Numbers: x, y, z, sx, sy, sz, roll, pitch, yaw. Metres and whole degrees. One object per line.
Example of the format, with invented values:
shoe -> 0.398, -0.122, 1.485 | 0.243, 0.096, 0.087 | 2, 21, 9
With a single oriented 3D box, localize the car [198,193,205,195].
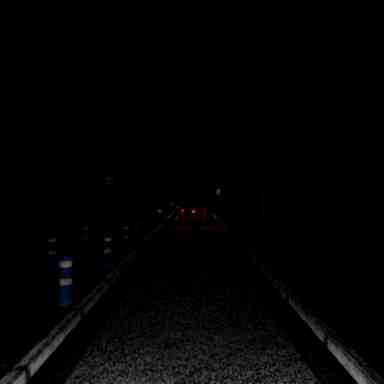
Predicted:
car -> 3.013, 1.640, 76.780 | 2.231, 1.521, 4.892 | 0, 0, 0

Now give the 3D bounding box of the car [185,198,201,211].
car -> 0.109, 1.544, 42.978 | 1.882, 1.535, 5.008 | 0, 0, 0

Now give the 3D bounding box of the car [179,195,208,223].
car -> 0.106, 1.375, 25.504 | 2.097, 1.767, 4.553 | 0, 0, 0

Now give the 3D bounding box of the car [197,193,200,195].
car -> 3.015, 1.648, 82.428 | 2.231, 1.521, 4.892 | 0, 0, 0
